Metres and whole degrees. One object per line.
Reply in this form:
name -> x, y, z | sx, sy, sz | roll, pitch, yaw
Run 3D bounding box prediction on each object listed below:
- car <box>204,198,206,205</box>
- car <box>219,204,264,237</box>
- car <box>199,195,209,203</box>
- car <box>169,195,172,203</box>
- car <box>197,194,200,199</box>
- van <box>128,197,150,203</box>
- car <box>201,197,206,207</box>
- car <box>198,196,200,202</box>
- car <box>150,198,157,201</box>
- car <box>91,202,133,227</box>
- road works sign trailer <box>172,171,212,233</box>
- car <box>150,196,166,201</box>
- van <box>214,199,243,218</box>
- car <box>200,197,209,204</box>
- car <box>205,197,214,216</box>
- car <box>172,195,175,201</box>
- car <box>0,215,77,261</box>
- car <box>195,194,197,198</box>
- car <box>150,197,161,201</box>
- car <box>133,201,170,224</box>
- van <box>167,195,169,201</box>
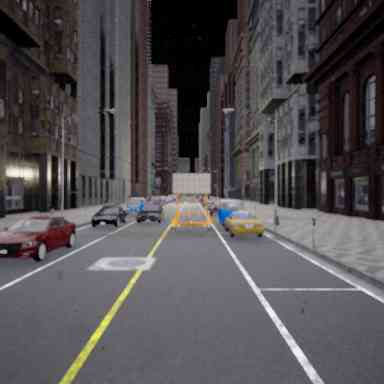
car -> 2.720, 1.699, 40.834 | 1.752, 1.417, 4.829 | 0, 0, 0
car -> 2.742, 1.601, 18.289 | 1.752, 1.417, 4.829 | 0, 0, 0
car -> 2.704, 1.687, 57.573 | 1.967, 1.590, 4.097 | 0, 0, 0
car -> -5.832, 1.737, 68.828 | 1.967, 1.590, 4.097 | 0, 0, 0
car -> 2.692, 1.611, 68.847 | 2.192, 1.841, 5.009 | 0, 0, 0
van -> -5.800, 1.490, 35.009 | 1.690, 1.788, 3.998 | 0, 0, 0
car -> 2.715, 1.748, 46.300 | 2.008, 1.369, 4.403 | 0, 0, 0
car -> 2.698, 1.837, 63.209 | 1.947, 1.339, 4.313 | 0, 0, 0
car -> -5.805, 1.739, 40.644 | 1.947, 1.339, 4.313 | 0, 0, 0
car -> -5.788, 1.666, 23.734 | 1.947, 1.339, 4.313 | 0, 0, 0
road works sign trailer -> -0.020, 0.548, 20.073 | 2.380, 3.560, 2.880 | 0, 0, 0
car -> -5.816, 1.538, 51.918 | 2.192, 1.841, 5.009 | 0, 0, 0
van -> 2.736, 1.440, 23.756 | 1.690, 1.788, 3.998 | 0, 0, 0
car -> 2.687, 1.866, 74.482 | 1.887, 1.381, 4.507 | 0, 0, 0
car -> 2.725, 1.588, 35.028 | 1.967, 1.590, 4.097 | 0, 0, 0
car -> -5.844, 1.787, 80.102 | 1.967, 1.590, 4.097 | 0, 0, 0
car -> -5.777, 1.597, 12.461 | 1.887, 1.381, 4.507 | 0, 0, 0
car -> 2.670, 1.836, 91.390 | 1.967, 1.590, 4.097 | 0, 0, 0
car -> -5.810, 1.764, 46.281 | 1.947, 1.339, 4.313 | 0, 0, 0
car -> -3.125, 1.658, 26.223 | 2.033, 1.411, 5.357 | 0, 0, 0
van -> -5.827, 1.613, 63.192 | 1.690, 1.788, 3.998 | 0, 0, 0
